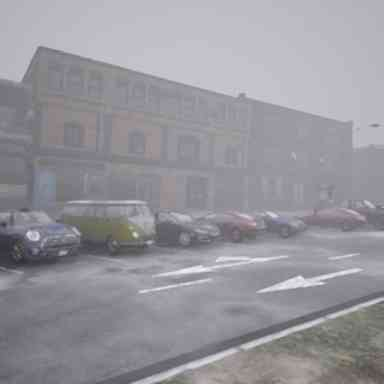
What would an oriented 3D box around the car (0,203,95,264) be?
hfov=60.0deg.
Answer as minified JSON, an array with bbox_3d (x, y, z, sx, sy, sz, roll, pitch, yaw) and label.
[{"bbox_3d":[-5.961,1.379,11.921,4.553,1.767,2.185,-1,-2,35],"label":"car"}]

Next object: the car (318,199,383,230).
[{"bbox_3d":[11.620,1.493,23.714,5.566,2.045,2.435,-1,-2,37],"label":"car"}]

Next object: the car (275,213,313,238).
[{"bbox_3d":[4.020,1.682,18.746,4.674,1.452,2.002,-1,-2,36],"label":"car"}]

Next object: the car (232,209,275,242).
[{"bbox_3d":[1.516,1.647,17.049,4.674,1.452,2.002,-1,-1,36],"label":"car"}]

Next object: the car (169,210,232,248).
[{"bbox_3d":[-0.982,1.575,15.357,4.892,1.521,2.231,-1,-2,35],"label":"car"}]

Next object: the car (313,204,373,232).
[{"bbox_3d":[9.058,1.750,22.072,4.674,1.452,2.002,-1,-1,37],"label":"car"}]

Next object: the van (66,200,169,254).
[{"bbox_3d":[-3.366,1.312,13.573,4.442,1.987,1.878,-1,-2,35],"label":"van"}]
